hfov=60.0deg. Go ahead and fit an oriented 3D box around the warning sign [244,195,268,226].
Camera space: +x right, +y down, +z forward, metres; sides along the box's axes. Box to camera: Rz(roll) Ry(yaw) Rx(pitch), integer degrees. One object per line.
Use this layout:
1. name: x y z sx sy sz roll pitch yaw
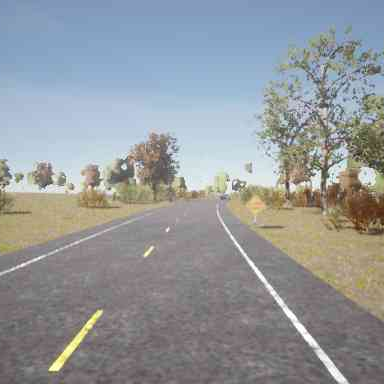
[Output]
1. warning sign: 3.884 1.110 20.354 1.300 1.860 1.060 -1 -1 2
